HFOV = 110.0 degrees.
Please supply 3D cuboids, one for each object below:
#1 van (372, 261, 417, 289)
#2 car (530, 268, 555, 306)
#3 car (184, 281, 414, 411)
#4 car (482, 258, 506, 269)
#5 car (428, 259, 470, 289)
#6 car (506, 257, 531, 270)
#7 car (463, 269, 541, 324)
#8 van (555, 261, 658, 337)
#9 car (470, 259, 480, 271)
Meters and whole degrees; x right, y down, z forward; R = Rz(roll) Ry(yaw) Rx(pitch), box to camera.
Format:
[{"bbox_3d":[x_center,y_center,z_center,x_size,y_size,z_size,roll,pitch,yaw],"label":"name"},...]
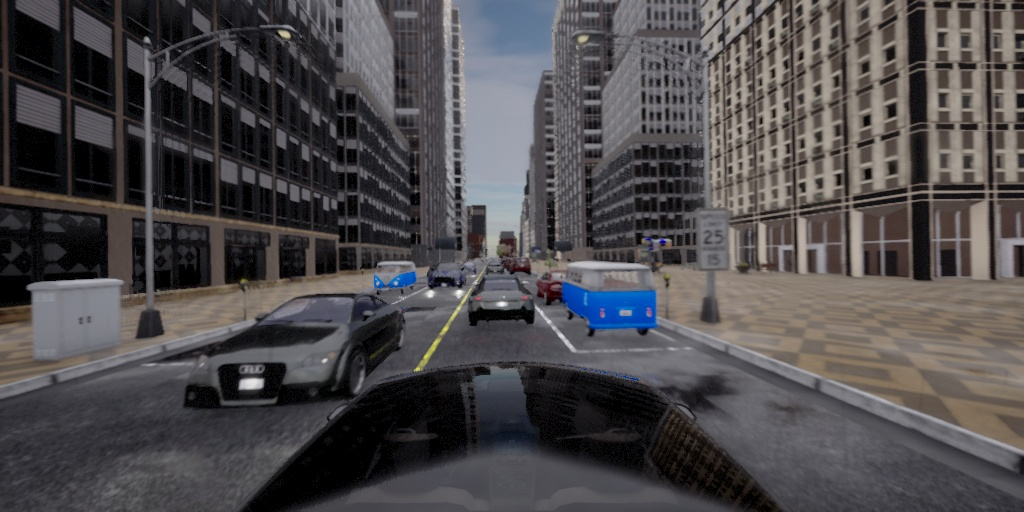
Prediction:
[{"bbox_3d":[-6.599,1.194,20.527,1.690,1.789,3.998,0,0,-3],"label":"van"},{"bbox_3d":[2.086,1.258,15.446,1.888,1.381,4.507,0,0,-3],"label":"car"},{"bbox_3d":[-3.261,1.366,6.332,1.994,1.385,4.181,-1,0,-3],"label":"car"},{"bbox_3d":[-1.774,1.261,37.746,2.128,1.511,4.902,-1,0,-3],"label":"car"},{"bbox_3d":[-4.186,1.165,23.750,2.097,1.767,4.553,-1,0,-3],"label":"car"},{"bbox_3d":[0.884,1.040,37.568,2.192,1.841,5.009,0,0,-3],"label":"car"},{"bbox_3d":[-0.380,1.317,12.016,1.994,1.385,4.181,-1,0,-3],"label":"car"},{"bbox_3d":[2.471,1.048,9.921,1.690,1.789,3.998,0,0,-3],"label":"van"},{"bbox_3d":[-5.002,1.349,40.893,1.812,1.442,4.674,-1,0,-3],"label":"car"}]
